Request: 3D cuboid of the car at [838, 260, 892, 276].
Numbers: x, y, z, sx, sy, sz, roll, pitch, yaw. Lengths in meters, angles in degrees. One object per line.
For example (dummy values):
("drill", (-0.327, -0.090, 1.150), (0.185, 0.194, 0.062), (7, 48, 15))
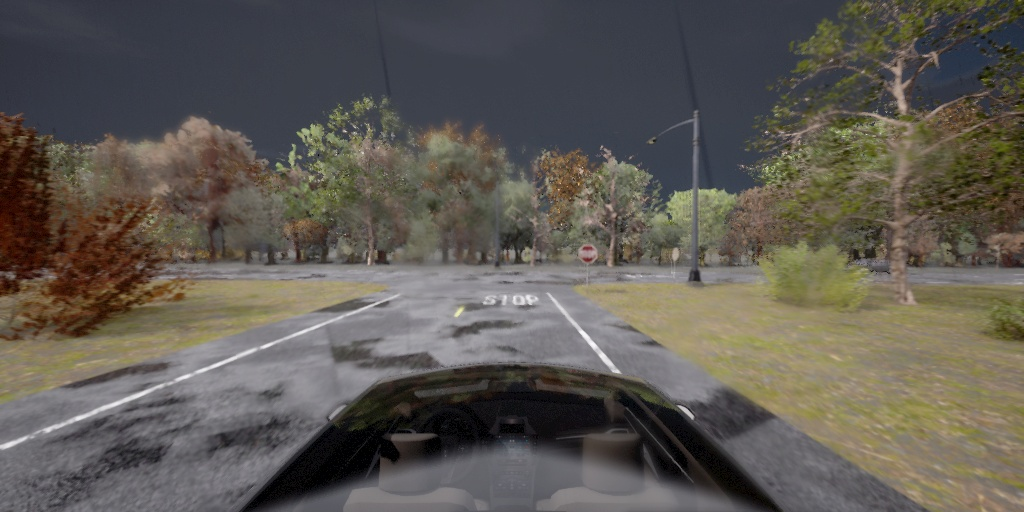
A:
("car", (33.467, 1.086, 33.782), (4.902, 1.511, 2.128), (-1, 1, 0))
